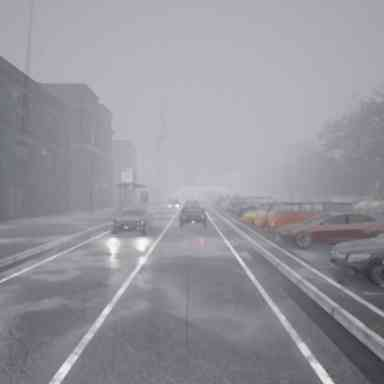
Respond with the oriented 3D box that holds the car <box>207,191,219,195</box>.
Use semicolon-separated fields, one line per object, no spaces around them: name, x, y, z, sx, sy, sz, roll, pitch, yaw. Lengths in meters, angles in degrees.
car;6.334;1.274;75.793;4.553;1.767;2.185;0;1;0

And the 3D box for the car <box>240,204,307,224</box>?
car;6.216;1.660;25.666;4.674;1.452;2.002;0;0;0

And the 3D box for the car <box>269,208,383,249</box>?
car;6.150;1.612;14.532;4.792;1.488;2.163;0;0;0

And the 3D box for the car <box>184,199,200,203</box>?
car;0.030;1.631;42.406;2.128;1.511;4.902;0;0;0

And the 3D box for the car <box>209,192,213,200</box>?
car;6.371;1.445;67.432;4.553;1.767;2.185;0;1;0

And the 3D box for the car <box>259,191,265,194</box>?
car;19.433;1.266;81.517;4.792;1.488;2.163;0;2;0

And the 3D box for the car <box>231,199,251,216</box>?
car;6.216;1.628;28.450;5.008;1.535;2.097;0;0;0

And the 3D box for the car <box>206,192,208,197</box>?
car;6.353;1.273;81.377;4.792;1.488;2.163;0;2;0

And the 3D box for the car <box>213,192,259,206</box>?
car;6.309;1.424;47.933;5.566;2.045;2.435;0;0;0

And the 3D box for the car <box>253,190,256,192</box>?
car;19.516;0.953;89.755;4.792;1.488;2.163;0;3;0

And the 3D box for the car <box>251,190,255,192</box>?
car;19.499;0.833;92.665;4.674;1.452;2.002;0;3;0

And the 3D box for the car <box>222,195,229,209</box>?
car;6.224;1.531;39.709;4.553;1.767;2.185;0;0;0

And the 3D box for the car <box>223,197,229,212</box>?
car;6.253;1.651;36.800;4.892;1.521;2.231;0;0;0

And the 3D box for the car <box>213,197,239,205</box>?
car;6.326;1.680;61.867;4.674;1.452;2.002;0;0;0

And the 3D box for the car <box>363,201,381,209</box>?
car;19.316;1.636;31.223;4.892;1.521;2.231;0;0;0

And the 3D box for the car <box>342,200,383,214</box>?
car;19.329;1.690;36.793;4.674;1.452;2.002;0;0;0

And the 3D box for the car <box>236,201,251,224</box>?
car;6.019;1.608;22.883;5.366;1.575;1.946;0;0;0

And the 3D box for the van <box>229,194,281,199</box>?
van;6.355;1.417;34.016;4.442;1.987;1.878;0;0;0

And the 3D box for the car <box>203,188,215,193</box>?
car;6.427;0.790;86.930;5.566;2.045;2.435;0;2;0

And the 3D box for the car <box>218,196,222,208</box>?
car;6.449;1.659;42.366;5.366;1.575;1.946;0;0;0

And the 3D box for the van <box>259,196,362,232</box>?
van;6.071;1.367;17.380;4.442;1.987;1.878;0;0;0

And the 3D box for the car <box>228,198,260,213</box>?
car;6.235;1.635;31.233;5.008;1.535;2.097;0;0;0

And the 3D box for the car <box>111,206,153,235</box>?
car;-3.364;1.586;19.421;1.837;1.490;4.892;0;0;0

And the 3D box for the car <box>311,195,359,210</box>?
car;19.324;1.417;45.149;5.566;2.045;2.435;0;0;0

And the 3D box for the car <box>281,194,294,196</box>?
car;19.423;1.409;59.207;5.566;2.045;2.435;0;0;0

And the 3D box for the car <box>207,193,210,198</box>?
car;6.327;1.494;73.009;4.792;1.488;2.163;0;1;0

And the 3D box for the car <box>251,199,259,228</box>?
car;6.165;1.476;20.100;4.553;1.767;2.185;0;0;0

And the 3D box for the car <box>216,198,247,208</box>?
car;6.268;1.712;53.502;4.792;1.488;2.163;0;0;0

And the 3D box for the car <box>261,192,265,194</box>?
car;19.449;1.319;78.727;5.008;1.535;2.097;0;2;0

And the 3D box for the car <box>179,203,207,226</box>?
car;0.079;1.697;24.192;1.895;1.301;4.718;0;0;0

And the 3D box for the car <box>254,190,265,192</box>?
car;19.664;1.036;86.963;5.366;1.575;1.946;0;2;0

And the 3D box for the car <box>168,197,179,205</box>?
car;-3.438;1.683;62.407;1.895;1.301;4.718;0;1;0

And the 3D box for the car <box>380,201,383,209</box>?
car;19.330;1.657;28.440;4.792;1.488;2.163;0;0;0

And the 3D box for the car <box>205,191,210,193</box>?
car;6.384;1.149;84.153;4.892;1.521;2.231;0;2;0

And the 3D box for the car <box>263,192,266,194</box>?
car;19.440;1.394;75.937;5.008;1.535;2.097;0;1;0

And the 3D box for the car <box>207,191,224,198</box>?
car;6.447;0.676;92.503;4.553;1.767;2.185;0;3;0

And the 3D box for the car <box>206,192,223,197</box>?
car;6.454;0.700;95.293;4.792;1.488;2.163;0;3;0

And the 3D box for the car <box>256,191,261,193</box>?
car;19.656;1.142;84.170;5.366;1.575;1.946;0;2;0

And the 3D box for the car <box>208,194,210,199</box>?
car;6.377;1.551;70.222;4.792;1.488;2.163;0;1;0

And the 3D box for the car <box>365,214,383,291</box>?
car;6.123;1.425;6.184;4.553;1.767;2.185;0;0;0

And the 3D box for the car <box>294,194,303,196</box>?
car;19.409;1.557;53.627;4.553;1.767;2.185;0;0;0

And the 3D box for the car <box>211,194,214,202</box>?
car;6.308;1.662;59.078;5.008;1.535;2.097;0;0;0

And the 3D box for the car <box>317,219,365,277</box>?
car;6.165;1.601;8.966;4.674;1.452;2.002;0;0;0

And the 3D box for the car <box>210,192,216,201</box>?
car;6.363;1.483;64.653;4.553;1.767;2.185;0;1;0

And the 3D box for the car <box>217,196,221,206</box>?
car;6.267;1.669;45.150;5.008;1.535;2.097;0;0;0

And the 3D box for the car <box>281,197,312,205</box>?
car;19.409;1.637;61.997;5.008;1.535;2.097;0;1;0
